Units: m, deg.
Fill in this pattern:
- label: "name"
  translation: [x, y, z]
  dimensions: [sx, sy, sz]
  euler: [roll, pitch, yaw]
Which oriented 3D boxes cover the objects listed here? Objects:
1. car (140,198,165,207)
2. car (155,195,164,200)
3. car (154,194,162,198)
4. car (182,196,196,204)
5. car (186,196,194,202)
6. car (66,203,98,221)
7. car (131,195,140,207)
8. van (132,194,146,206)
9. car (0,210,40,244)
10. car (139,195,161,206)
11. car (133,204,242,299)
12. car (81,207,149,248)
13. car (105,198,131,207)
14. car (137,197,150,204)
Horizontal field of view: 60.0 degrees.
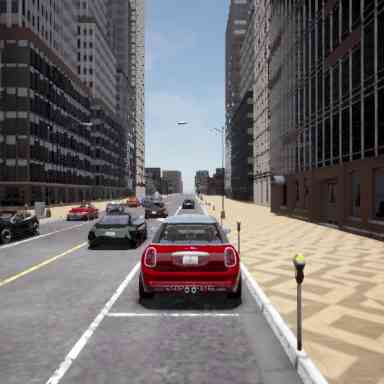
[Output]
- label: "car"
  translation: [-3.145, 1.525, 29.812]
  dimensions: [1.812, 1.442, 4.674]
  euler: [0, 0, 0]
- label: "car"
  translation: [-8.832, 1.503, 89.799]
  dimensions: [1.947, 1.339, 4.313]
  euler: [0, 0, 0]
- label: "car"
  translation: [-8.832, 1.390, 78.413]
  dimensions: [1.967, 1.590, 4.097]
  euler: [0, 0, 0]
- label: "car"
  translation: [-0.452, 1.548, 44.248]
  dimensions: [1.947, 1.339, 4.313]
  euler: [0, 0, 0]
- label: "car"
  translation: [-0.452, 1.532, 78.399]
  dimensions: [1.802, 1.307, 4.206]
  euler: [0, 0, 0]
- label: "car"
  translation: [-8.832, 1.574, 27.183]
  dimensions: [1.802, 1.307, 4.206]
  euler: [0, 0, 0]
- label: "car"
  translation: [-8.832, 1.522, 49.953]
  dimensions: [1.887, 1.381, 4.507]
  euler: [0, 0, 0]
- label: "van"
  translation: [-8.831, 1.314, 55.646]
  dimensions: [1.690, 1.788, 3.998]
  euler: [0, 0, 0]
- label: "car"
  translation: [-8.833, 1.563, 15.800]
  dimensions: [1.947, 1.339, 4.313]
  euler: [0, 0, 0]
- label: "car"
  translation: [-6.146, 1.540, 48.812]
  dimensions: [1.837, 1.490, 4.892]
  euler: [0, 0, 0]
- label: "car"
  translation: [-0.032, 1.351, 8.619]
  dimensions: [2.097, 1.767, 4.553]
  euler: [0, 0, 0]
- label: "car"
  translation: [-3.145, 1.571, 14.812]
  dimensions: [1.994, 1.385, 4.181]
  euler: [0, 0, 0]
- label: "car"
  translation: [-8.833, 1.536, 38.569]
  dimensions: [2.008, 1.369, 4.403]
  euler: [0, 0, 0]
- label: "car"
  translation: [-8.832, 1.550, 61.338]
  dimensions: [1.802, 1.307, 4.206]
  euler: [0, 0, 0]
